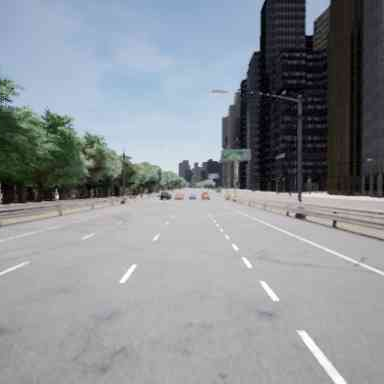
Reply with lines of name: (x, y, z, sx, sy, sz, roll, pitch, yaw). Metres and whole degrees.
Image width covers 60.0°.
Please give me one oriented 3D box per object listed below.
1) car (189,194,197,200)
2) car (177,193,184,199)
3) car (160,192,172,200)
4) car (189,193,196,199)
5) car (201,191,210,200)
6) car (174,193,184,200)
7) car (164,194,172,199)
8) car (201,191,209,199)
car: (0.148, 1.348, 84.520, 2.033, 1.411, 5.357, 0, 0, 1)
car: (-3.249, 1.123, 94.945, 1.837, 1.490, 4.892, 0, 1, 1)
car: (-6.852, 1.034, 84.603, 2.150, 2.045, 5.566, 0, 0, 1)
car: (0.251, 1.162, 94.907, 2.033, 1.411, 5.357, 0, 1, 1)
car: (3.648, 1.286, 84.491, 1.882, 1.535, 5.008, 0, 0, 1)
car: (-3.348, 1.161, 84.899, 2.097, 1.767, 4.553, 0, 0, 1)
car: (-6.749, 1.175, 94.985, 1.994, 1.385, 4.181, 0, 1, 1)
car: (3.751, 0.847, 94.895, 2.150, 2.045, 5.566, 0, 1, 1)
